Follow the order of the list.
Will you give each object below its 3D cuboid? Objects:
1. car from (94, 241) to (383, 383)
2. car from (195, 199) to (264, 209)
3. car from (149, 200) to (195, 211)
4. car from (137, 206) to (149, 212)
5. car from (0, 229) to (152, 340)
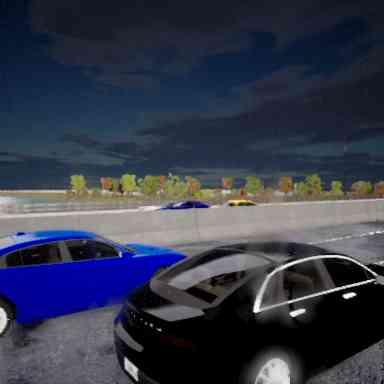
[{"bbox_3d":[1.371,1.465,4.712,4.892,1.490,1.837,-1,1,-35],"label":"car"},{"bbox_3d":[2.995,1.305,23.222,5.008,1.535,1.882,-1,0,-35],"label":"car"},{"bbox_3d":[-0.550,1.370,25.014,4.674,1.442,1.812,-1,0,-35],"label":"car"},{"bbox_3d":[-2.183,1.438,28.146,4.718,1.301,1.895,-1,0,-35],"label":"car"},{"bbox_3d":[-2.338,1.455,6.369,5.008,1.535,1.882,-1,0,-35],"label":"car"}]
